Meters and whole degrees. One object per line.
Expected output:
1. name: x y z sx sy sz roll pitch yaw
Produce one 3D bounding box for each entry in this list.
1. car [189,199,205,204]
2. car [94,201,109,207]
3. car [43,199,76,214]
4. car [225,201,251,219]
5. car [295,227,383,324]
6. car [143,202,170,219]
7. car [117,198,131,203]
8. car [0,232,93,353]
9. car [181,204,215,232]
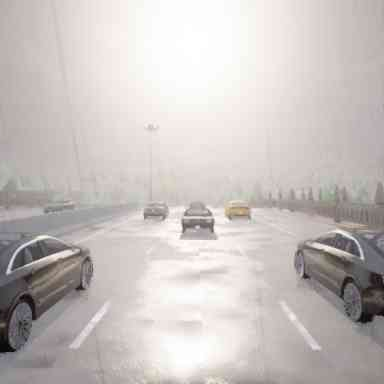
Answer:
1. car: 0.632 1.587 41.490 1.994 1.385 4.181 0 0 1
2. car: -16.699 2.475 62.140 1.882 1.535 5.008 0 -5 1
3. car: -13.643 1.473 34.522 1.837 1.490 4.892 0 0 1
4. car: 3.971 1.500 29.354 1.882 1.535 5.008 0 0 1
5. car: 3.700 1.506 7.166 2.128 1.511 4.902 0 0 0
6. car: -3.036 1.548 28.857 2.033 1.411 5.357 0 0 1
7. car: -9.904 1.685 49.290 1.812 1.442 4.674 0 -2 1
8. car: -3.308 1.483 6.102 2.128 1.511 4.902 0 0 0
9. car: 0.350 1.609 20.240 1.895 1.301 4.718 0 0 1
